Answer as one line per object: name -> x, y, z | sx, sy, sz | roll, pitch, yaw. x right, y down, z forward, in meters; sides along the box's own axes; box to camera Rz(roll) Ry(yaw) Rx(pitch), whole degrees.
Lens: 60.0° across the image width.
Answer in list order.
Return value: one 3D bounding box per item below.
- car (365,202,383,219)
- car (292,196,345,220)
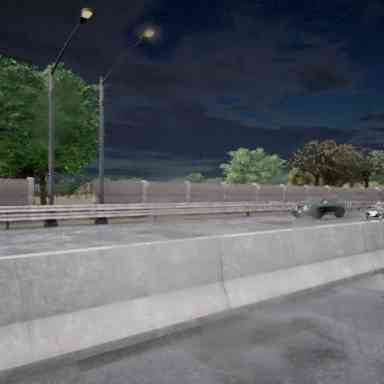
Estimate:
car -> 16.968, 1.633, 28.996 | 4.902, 1.511, 2.128 | 1, 0, -35
car -> 11.199, 1.330, 29.182 | 5.566, 2.045, 2.150 | 1, 0, -35
